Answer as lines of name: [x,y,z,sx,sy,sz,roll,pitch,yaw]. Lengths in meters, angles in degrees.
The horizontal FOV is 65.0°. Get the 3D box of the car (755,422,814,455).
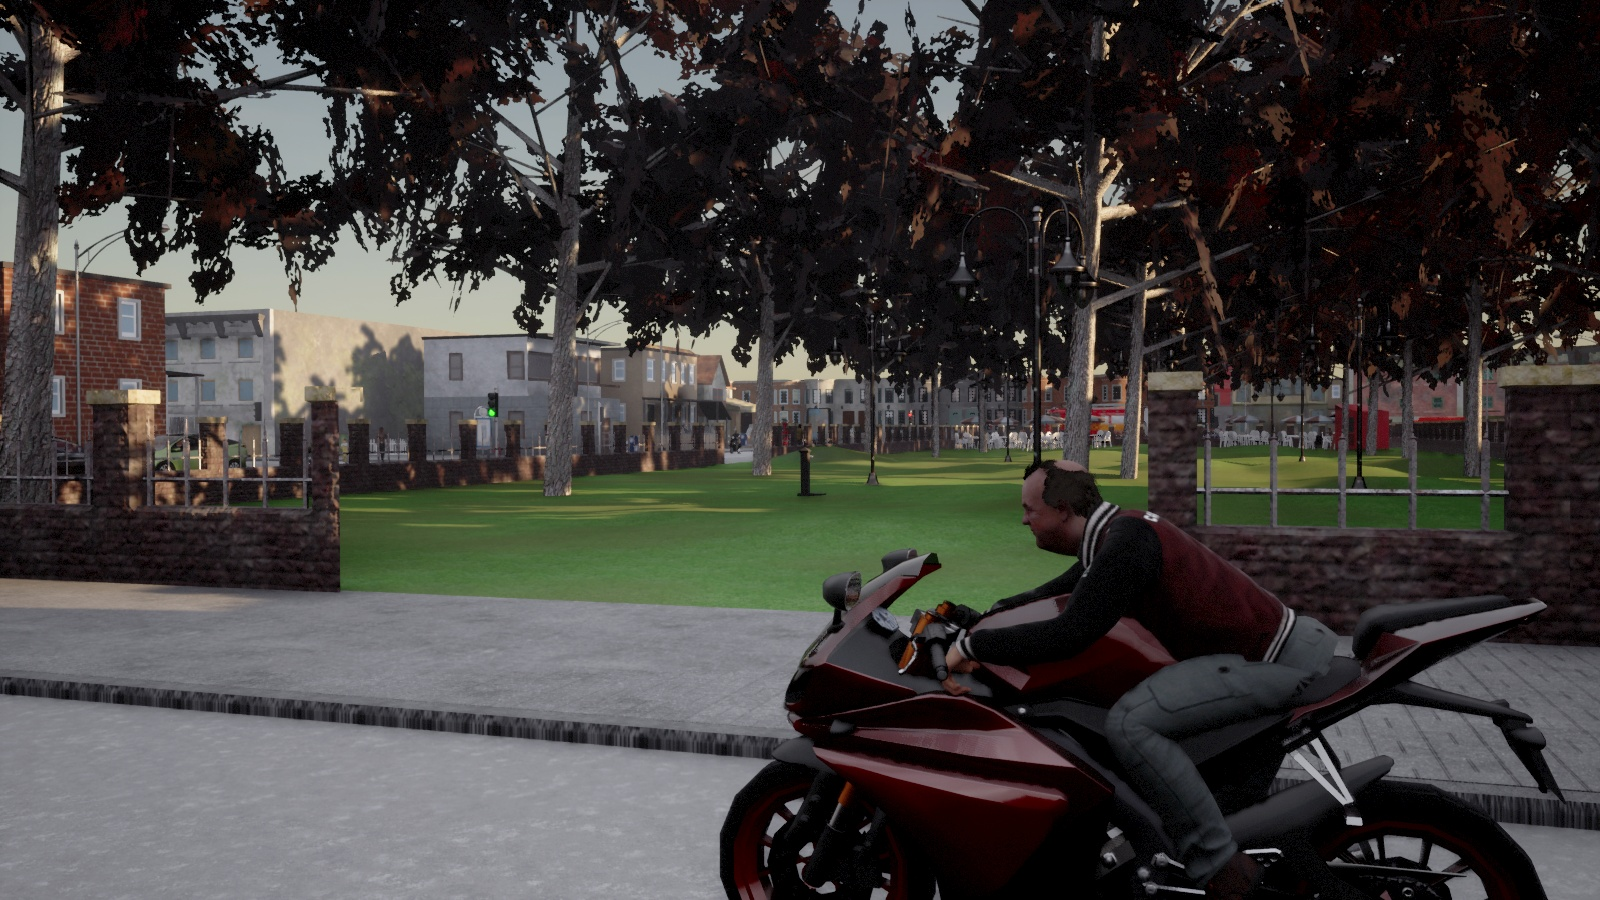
car: [-0.955,-0.766,81.681,2.150,2.045,5.566,1,1,19]

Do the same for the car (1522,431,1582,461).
car: [44.169,-0.260,73.869,2.033,1.649,4.856,1,1,18]

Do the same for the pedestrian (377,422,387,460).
pedestrian: [-20.243,-0.434,60.830,0.328,1.805,0.869,0,1,-10]

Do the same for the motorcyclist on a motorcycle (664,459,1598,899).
motorcyclist on a motorcycle: [0.809,0.809,3.471,2.191,1.530,0.866,1,1,18]

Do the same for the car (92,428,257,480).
car: [-19.437,0.071,39.271,2.007,1.525,4.514,1,1,19]

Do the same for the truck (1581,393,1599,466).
truck: [38.908,-0.940,58.127,2.891,3.462,7.936,1,1,18]

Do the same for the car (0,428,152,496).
car: [-18.276,0.233,30.045,2.128,1.511,4.902,0,1,17]
